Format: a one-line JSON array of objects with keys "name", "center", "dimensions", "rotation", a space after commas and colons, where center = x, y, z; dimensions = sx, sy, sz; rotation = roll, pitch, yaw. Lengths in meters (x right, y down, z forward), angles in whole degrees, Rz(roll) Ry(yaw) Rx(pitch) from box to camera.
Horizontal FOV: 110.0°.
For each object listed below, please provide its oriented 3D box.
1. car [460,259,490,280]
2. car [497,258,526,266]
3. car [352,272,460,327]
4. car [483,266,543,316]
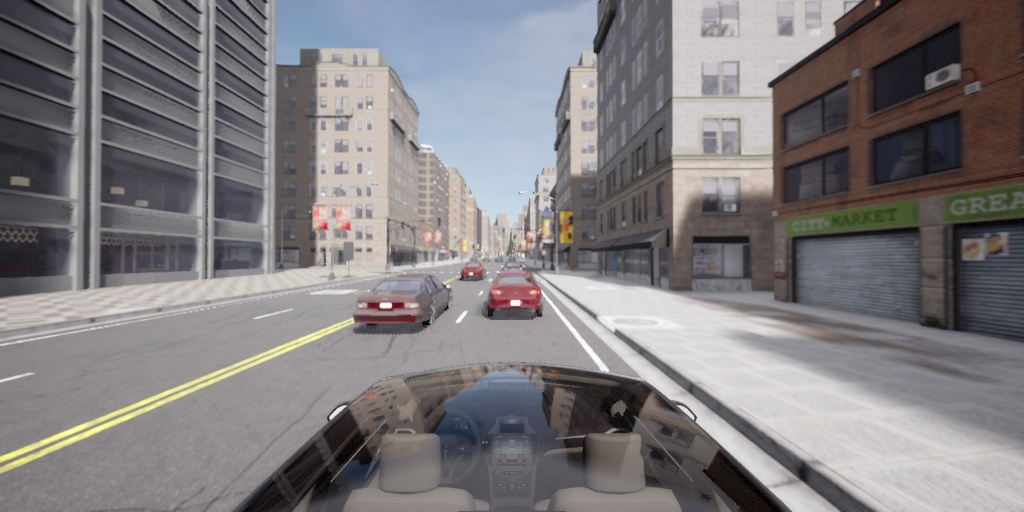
[{"name": "car", "center": [-3.151, 1.195, 29.864], "dimensions": [1.812, 1.442, 4.674], "rotation": [0, 0, 0]}, {"name": "car", "center": [0.098, 1.163, 29.091], "dimensions": [2.128, 1.511, 4.902], "rotation": [0, 0, 0]}, {"name": "car", "center": [-3.151, 1.273, 11.439], "dimensions": [2.033, 1.411, 5.357], "rotation": [0, 0, 0]}, {"name": "car", "center": [0.092, 1.245, 13.103], "dimensions": [1.812, 1.442, 4.674], "rotation": [0, 0, 0]}]
